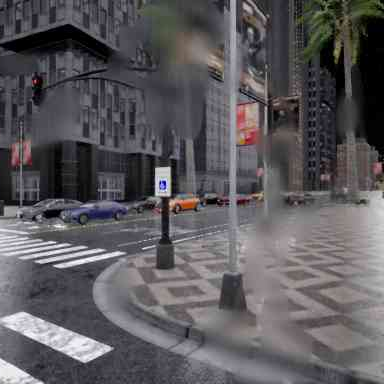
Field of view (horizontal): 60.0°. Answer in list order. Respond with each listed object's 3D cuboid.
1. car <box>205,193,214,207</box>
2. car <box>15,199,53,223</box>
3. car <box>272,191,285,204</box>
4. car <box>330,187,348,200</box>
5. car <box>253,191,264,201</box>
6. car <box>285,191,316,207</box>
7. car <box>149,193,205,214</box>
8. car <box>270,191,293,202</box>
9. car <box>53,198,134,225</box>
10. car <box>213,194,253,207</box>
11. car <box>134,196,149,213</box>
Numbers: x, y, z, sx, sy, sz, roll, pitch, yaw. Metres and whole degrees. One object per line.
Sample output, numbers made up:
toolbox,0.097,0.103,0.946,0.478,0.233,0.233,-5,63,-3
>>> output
car,1.618,0.863,38.921,1.882,1.535,5.008,0,1,35
car,-9.607,1.215,23.112,2.128,1.511,4.902,0,1,36
car,12.097,0.729,42.139,1.882,1.535,5.008,0,1,35
car,23.628,0.231,52.801,2.150,2.045,5.566,0,1,36
car,10.889,0.604,51.854,1.882,1.535,5.008,0,1,35
car,12.275,0.830,36.767,1.837,1.490,4.892,0,0,35
car,-1.214,0.906,29.310,2.097,1.767,4.553,0,1,35
car,13.501,0.644,49.920,1.837,1.490,4.892,0,1,35
car,-6.381,1.238,21.996,1.812,1.442,4.674,0,1,36
car,4.740,0.978,37.707,1.895,1.301,4.718,0,1,35
car,-4.242,1.086,30.659,1.812,1.442,4.674,0,1,35
